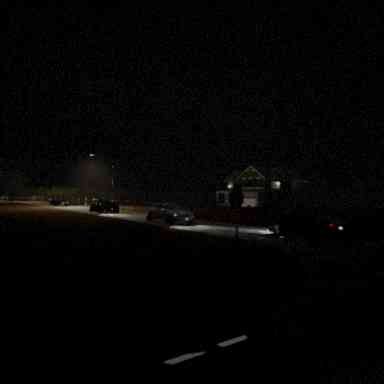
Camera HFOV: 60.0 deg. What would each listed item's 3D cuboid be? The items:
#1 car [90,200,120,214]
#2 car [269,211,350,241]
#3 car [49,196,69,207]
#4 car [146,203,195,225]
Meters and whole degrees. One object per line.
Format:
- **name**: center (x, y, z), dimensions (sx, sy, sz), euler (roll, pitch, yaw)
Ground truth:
- **car**: center (-8.947, 1.484, 34.086), dimensions (1.994, 1.385, 4.181), euler (2, -1, -36)
- **car**: center (6.082, 1.704, 17.597), dimensions (1.994, 1.385, 4.181), euler (2, -1, -31)
- **car**: center (-19.683, 1.441, 49.157), dimensions (1.837, 1.490, 4.892), euler (2, -2, -36)
- **car**: center (-1.668, 1.502, 23.953), dimensions (1.812, 1.442, 4.674), euler (2, -1, -35)
